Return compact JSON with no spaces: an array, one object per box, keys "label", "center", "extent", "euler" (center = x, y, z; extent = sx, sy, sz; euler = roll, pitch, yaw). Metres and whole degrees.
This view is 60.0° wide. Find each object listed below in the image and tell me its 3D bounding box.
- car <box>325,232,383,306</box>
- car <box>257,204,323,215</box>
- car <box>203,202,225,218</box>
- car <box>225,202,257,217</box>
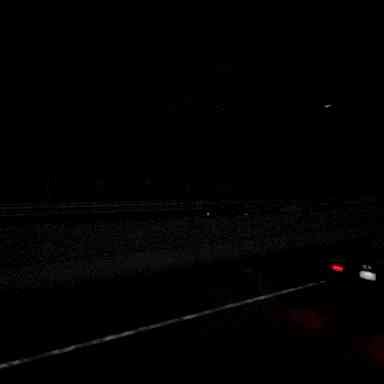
[{"label":"car","center":[5.200,1.545,7.403],"extent":[5.357,1.411,2.033],"euler":[0,0,-35]},{"label":"car","center":[6.670,1.516,21.451],"extent":[4.674,1.442,1.812],"euler":[0,0,-35]},{"label":"car","center":[2.925,1.550,27.369],"extent":[4.181,1.385,1.994],"euler":[0,0,-35]},{"label":"car","center":[4.850,1.552,24.445],"extent":[4.181,1.385,1.994],"euler":[0,0,-34]}]
